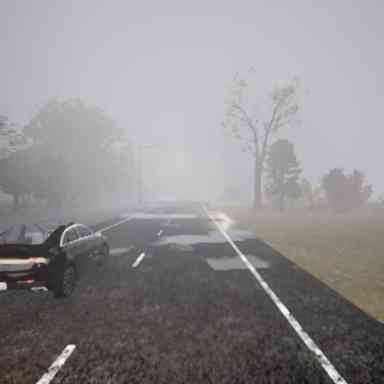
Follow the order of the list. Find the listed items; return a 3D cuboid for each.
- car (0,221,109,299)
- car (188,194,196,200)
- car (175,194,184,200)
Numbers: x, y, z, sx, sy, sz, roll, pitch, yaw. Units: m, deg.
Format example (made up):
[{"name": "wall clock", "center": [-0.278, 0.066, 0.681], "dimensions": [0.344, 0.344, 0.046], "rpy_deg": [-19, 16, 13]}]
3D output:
[{"name": "car", "center": [-3.500, 1.488, 8.442], "dimensions": [2.128, 1.511, 4.902], "rpy_deg": [0, 0, 0]}, {"name": "car", "center": [-0.006, 1.235, 91.307], "dimensions": [2.097, 1.767, 4.553], "rpy_deg": [0, 0, 0]}, {"name": "car", "center": [-3.506, 1.358, 90.961], "dimensions": [1.882, 1.535, 5.008], "rpy_deg": [0, 0, 0]}]
